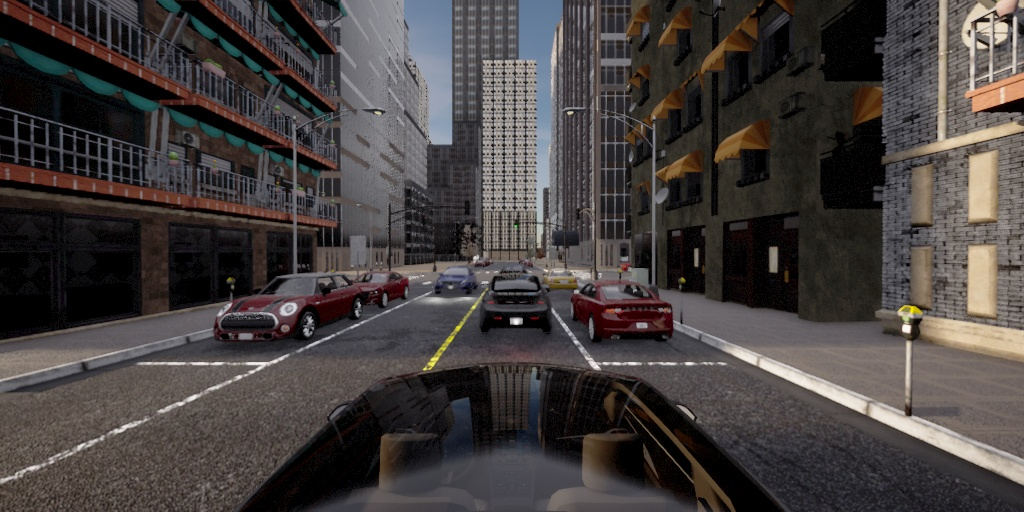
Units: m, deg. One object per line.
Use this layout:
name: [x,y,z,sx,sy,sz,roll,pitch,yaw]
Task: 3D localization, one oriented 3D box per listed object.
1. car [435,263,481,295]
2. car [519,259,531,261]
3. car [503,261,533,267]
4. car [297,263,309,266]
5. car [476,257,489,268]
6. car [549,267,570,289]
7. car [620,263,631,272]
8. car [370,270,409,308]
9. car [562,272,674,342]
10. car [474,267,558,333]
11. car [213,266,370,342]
car: [-3.014,1.294,20.073,1.812,1.442,4.674,0,0,0]
car: [2.713,1.257,64.208,1.967,1.591,4.097,0,0,0]
car: [0.107,1.264,23.521,2.128,1.511,4.902,0,0,0]
car: [-23.820,1.537,39.514,4.097,1.591,1.967,0,0,0]
car: [-5.667,1.362,64.213,1.888,1.381,4.507,0,0,0]
car: [2.696,1.294,20.852,1.751,1.417,4.829,0,0,0]
car: [14.277,1.048,39.821,4.507,1.381,1.888,0,0,0]
car: [-5.687,1.308,15.177,1.888,1.381,4.507,0,0,0]
car: [2.693,1.303,9.636,1.888,1.381,4.507,0,0,0]
car: [0.103,1.265,10.804,1.837,1.490,4.892,0,0,0]
car: [-5.689,1.197,9.653,1.967,1.591,4.097,0,0,0]
